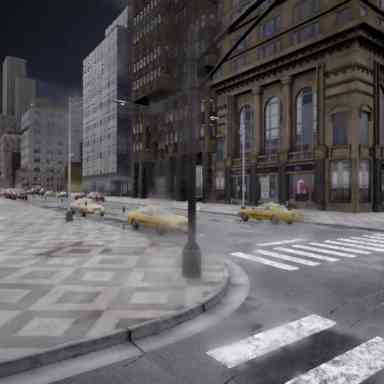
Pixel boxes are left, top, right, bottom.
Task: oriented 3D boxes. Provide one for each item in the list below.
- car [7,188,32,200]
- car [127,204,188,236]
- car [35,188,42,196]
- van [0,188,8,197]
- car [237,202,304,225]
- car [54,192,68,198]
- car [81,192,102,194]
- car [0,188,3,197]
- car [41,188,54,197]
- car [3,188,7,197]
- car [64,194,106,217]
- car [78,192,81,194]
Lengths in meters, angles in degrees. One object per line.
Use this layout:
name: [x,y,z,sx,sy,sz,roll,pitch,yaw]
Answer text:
car: [-28.072,0.348,53.971,2.192,1.841,5.009,2,0,-35]
car: [-1.684,1.290,16.866,1.752,1.417,4.829,2,0,-35]
car: [-34.276,0.048,77.398,2.192,1.841,5.009,1,0,-35]
van: [-41.221,0.031,72.454,1.690,1.788,3.998,1,0,-35]
car: [5.060,1.328,22.092,1.752,1.417,4.829,1,0,-35]
car: [-24.423,0.571,63.537,1.802,1.307,4.206,1,0,-35]
car: [-14.559,0.696,49.676,1.967,1.590,4.097,1,0,-35]
car: [-37.937,0.214,67.833,1.967,1.590,4.097,1,0,-35]
car: [-31.093,0.340,72.916,1.752,1.417,4.829,1,0,-35]
car: [-31.359,0.261,58.592,2.192,1.841,5.009,1,0,-35]
car: [-8.257,1.105,26.108,1.752,1.417,4.829,2,0,-35]
car: [-17.849,0.710,54.297,1.887,1.381,4.507,1,0,-35]
